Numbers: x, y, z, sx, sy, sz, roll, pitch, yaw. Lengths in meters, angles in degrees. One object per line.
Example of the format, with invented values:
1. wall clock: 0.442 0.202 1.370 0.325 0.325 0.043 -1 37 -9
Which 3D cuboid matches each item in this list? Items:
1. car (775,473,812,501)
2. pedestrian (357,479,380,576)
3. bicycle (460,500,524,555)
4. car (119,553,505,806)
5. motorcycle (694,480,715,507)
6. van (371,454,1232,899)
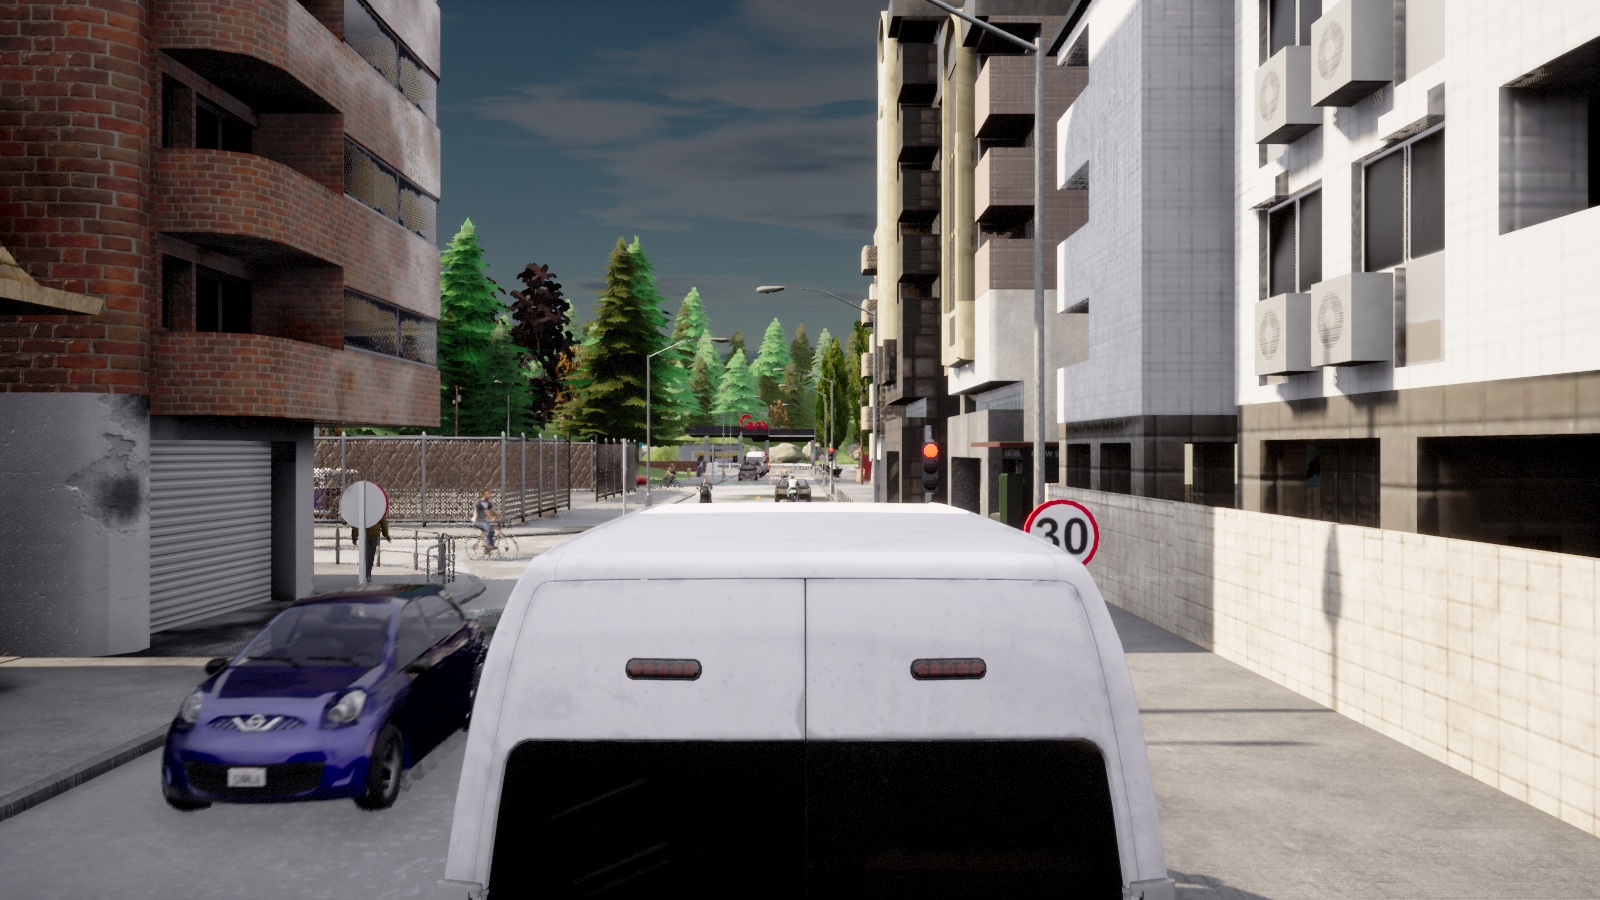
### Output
1. car: -0.339 1.912 60.159 1.895 1.301 4.718 0 0 0
2. pedestrian: -8.462 1.507 22.384 0.375 1.860 0.375 0 0 -28
3. bicycle: -7.738 1.924 28.680 1.643 1.296 0.373 0 3 22
4. car: -3.986 1.814 10.047 1.845 1.501 3.633 0 0 0
5. motorcycle: -4.334 1.973 52.180 0.803 1.145 2.033 0 0 0
6. van: -0.009 1.312 5.597 1.988 2.561 5.915 0 0 0
